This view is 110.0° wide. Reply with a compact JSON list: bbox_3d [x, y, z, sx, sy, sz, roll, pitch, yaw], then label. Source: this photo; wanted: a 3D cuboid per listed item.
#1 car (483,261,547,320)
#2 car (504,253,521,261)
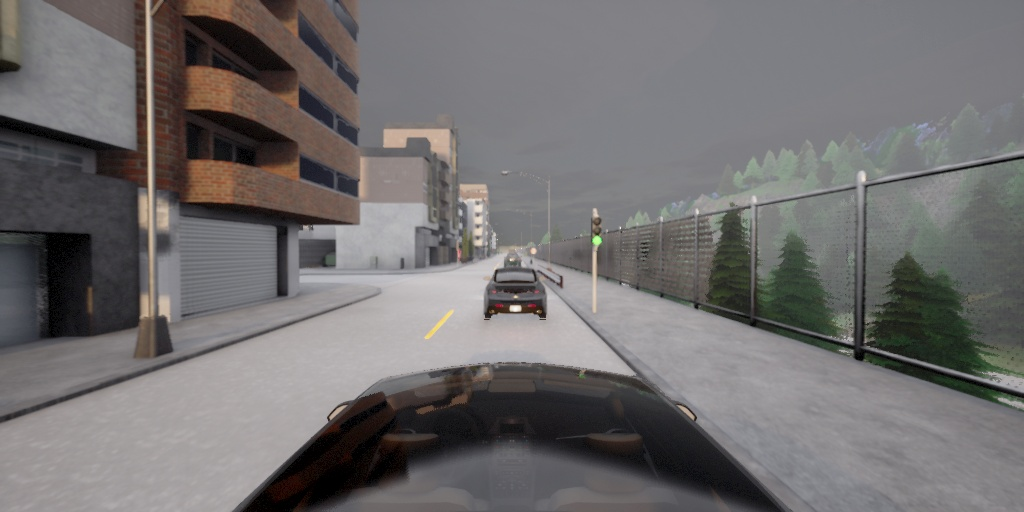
[{"bbox_3d":[0.096,1.101,11.945,1.837,1.490,4.892,0,1,0],"label":"car"},{"bbox_3d":[0.080,0.460,44.318,2.097,1.767,4.553,0,1,0],"label":"car"}]
